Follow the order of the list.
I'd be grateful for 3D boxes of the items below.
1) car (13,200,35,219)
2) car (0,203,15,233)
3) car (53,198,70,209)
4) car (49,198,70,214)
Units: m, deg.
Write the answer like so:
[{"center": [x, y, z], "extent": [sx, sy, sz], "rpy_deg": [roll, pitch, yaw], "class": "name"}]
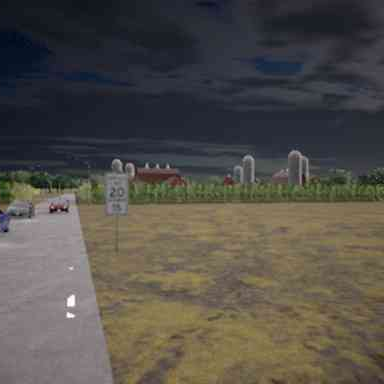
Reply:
[{"center": [-14.895, 1.506, 29.086], "extent": [1.837, 1.490, 4.892], "rpy_deg": [0, 0, -20], "class": "car"}, {"center": [-10.586, 1.531, 16.973], "extent": [1.812, 1.442, 4.674], "rpy_deg": [0, 0, -20], "class": "car"}, {"center": [-17.802, 1.545, 45.681], "extent": [2.033, 1.411, 5.357], "rpy_deg": [0, 0, -20], "class": "car"}, {"center": [-14.375, 1.606, 36.212], "extent": [1.895, 1.301, 4.718], "rpy_deg": [0, 0, -19], "class": "car"}]
